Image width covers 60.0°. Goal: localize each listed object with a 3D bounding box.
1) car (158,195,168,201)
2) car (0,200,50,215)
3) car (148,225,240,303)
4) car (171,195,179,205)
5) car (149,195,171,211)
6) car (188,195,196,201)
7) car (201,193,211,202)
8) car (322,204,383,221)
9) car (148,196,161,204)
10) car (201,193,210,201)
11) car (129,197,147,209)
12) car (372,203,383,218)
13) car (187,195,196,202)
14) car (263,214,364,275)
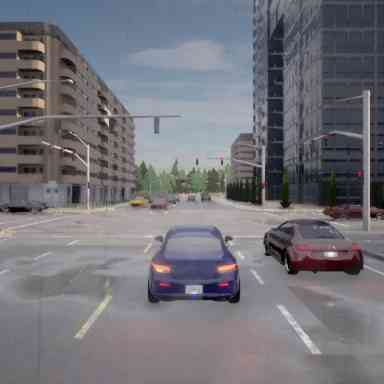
[{"bbox_3d":[-7.116,1.383,80.864,1.994,1.385,4.181,0,0,1],"label":"car"},{"bbox_3d":[-17.210,1.547,34.074,4.902,1.511,2.128,0,0,0],"label":"car"},{"bbox_3d":[0.047,1.526,8.073,1.812,1.442,4.674,0,0,0],"label":"car"},{"bbox_3d":[-3.932,1.353,58.480,2.097,1.767,4.553,0,0,1],"label":"car"},{"bbox_3d":[-3.927,1.485,40.581,1.882,1.535,5.008,0,0,-1],"label":"car"},{"bbox_3d":[-0.041,1.525,87.775,2.128,1.511,4.902,0,0,1],"label":"car"},{"bbox_3d":[3.350,1.355,77.639,2.097,1.767,4.553,0,0,1],"label":"car"},{"bbox_3d":[13.223,1.657,26.894,4.718,1.301,1.895,0,0,0],"label":"car"},{"bbox_3d":[-7.323,1.506,65.200,1.837,1.490,4.892,0,0,1],"label":"car"},{"bbox_3d":[3.459,1.225,87.802,2.150,2.045,5.566,0,0,1],"label":"car"},{"bbox_3d":[-7.481,1.478,46.553,1.882,1.535,5.008,0,0,0],"label":"car"},{"bbox_3d":[19.459,1.656,30.678,4.718,1.301,1.895,0,0,0],"label":"car"},{"bbox_3d":[-0.151,1.540,77.431,2.033,1.411,5.357,0,0,1],"label":"car"},{"bbox_3d":[3.556,1.564,10.496,1.994,1.385,4.181,0,0,0],"label":"car"}]
